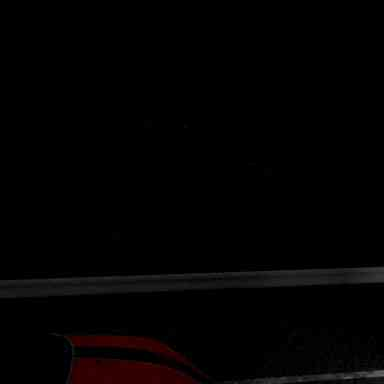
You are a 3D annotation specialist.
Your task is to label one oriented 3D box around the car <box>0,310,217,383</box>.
[{"bbox_3d":[-1.848,1.352,1.669,4.553,1.767,2.097,0,0,-6],"label":"car"}]
